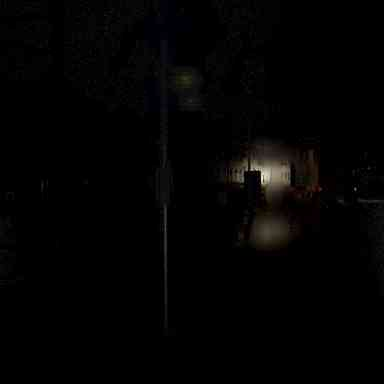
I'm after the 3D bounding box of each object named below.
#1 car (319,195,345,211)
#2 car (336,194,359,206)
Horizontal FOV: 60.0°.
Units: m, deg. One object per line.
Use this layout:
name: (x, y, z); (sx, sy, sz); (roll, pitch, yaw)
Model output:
car: (16.298, 1.399, 38.622); (2.128, 1.511, 4.902); (-1, 0, 34)
car: (22.248, 1.364, 47.076); (1.882, 1.535, 5.008); (-1, 0, 36)
